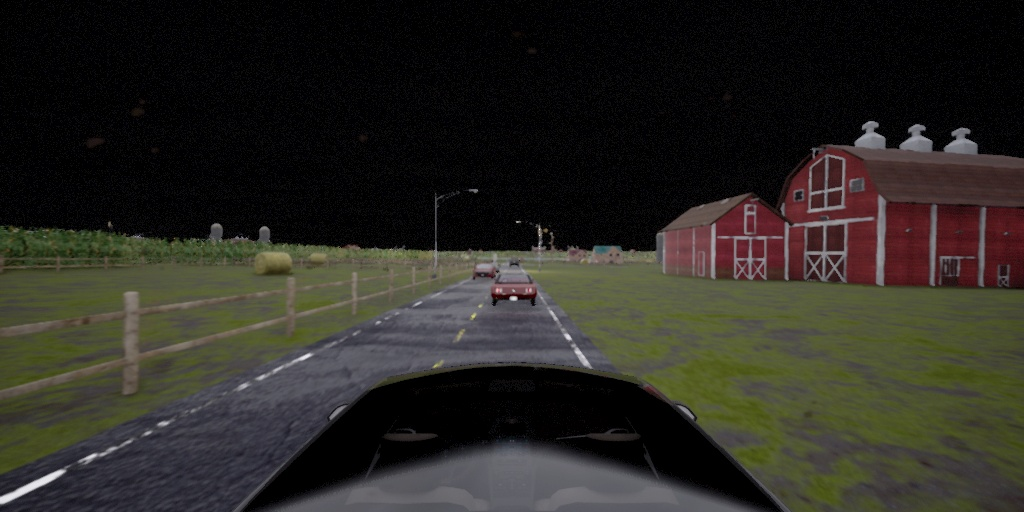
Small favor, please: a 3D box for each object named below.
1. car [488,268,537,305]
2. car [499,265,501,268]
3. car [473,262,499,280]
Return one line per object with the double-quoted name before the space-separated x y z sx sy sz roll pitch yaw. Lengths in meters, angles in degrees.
"car" 0.090 1.435 16.674 1.895 1.301 4.718 0 0 0
"car" -2.457 1.524 46.548 1.837 1.490 4.892 0 -1 0
"car" -2.544 1.398 33.756 1.882 1.535 5.008 0 0 0
